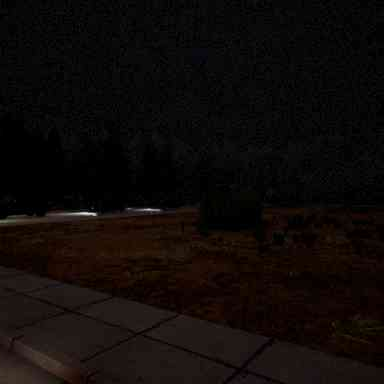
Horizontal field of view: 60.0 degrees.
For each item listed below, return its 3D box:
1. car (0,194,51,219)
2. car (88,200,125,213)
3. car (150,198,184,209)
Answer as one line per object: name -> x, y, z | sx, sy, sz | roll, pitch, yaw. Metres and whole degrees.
car -> -15.488, 1.248, 29.727 | 2.150, 2.045, 5.566 | 0, 0, 36
car -> -9.588, 1.591, 37.702 | 1.994, 1.385, 4.181 | 0, 0, 37
car -> -3.386, 1.574, 46.082 | 2.033, 1.411, 5.357 | 0, 0, 37
